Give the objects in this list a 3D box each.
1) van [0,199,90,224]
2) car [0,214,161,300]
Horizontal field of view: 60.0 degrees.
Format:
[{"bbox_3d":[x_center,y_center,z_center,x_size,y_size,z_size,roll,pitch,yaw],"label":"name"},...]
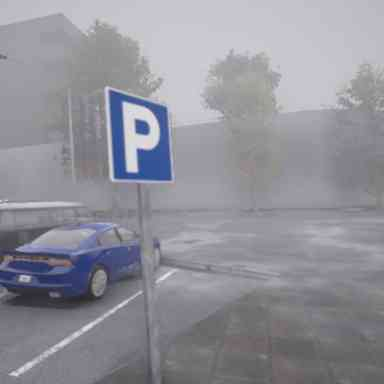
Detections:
[{"bbox_3d":[-4.795,1.305,10.573,1.878,1.987,4.442,0,-1,17],"label":"van"},{"bbox_3d":[-2.431,1.520,8.656,2.097,1.535,5.008,0,-1,17],"label":"car"}]
